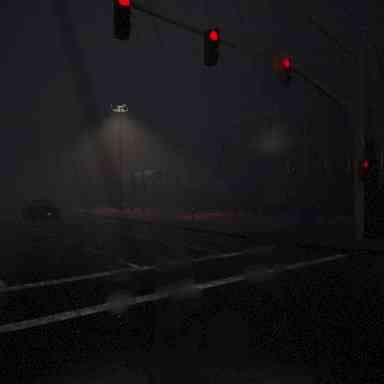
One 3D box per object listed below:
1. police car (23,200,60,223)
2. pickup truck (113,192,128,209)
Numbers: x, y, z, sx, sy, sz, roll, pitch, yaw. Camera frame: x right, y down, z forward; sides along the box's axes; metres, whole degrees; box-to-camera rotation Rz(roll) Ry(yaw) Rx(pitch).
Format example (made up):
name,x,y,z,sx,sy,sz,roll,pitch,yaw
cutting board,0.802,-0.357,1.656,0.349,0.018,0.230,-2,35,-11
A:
name,x,y,z,sx,sy,sz,roll,pitch,yaw
police car,-11.931,1.425,26.165,1.930,1.638,5.238,0,0,-38
pickup truck,-8.918,1.059,43.739,2.390,2.098,6.274,0,0,-7
